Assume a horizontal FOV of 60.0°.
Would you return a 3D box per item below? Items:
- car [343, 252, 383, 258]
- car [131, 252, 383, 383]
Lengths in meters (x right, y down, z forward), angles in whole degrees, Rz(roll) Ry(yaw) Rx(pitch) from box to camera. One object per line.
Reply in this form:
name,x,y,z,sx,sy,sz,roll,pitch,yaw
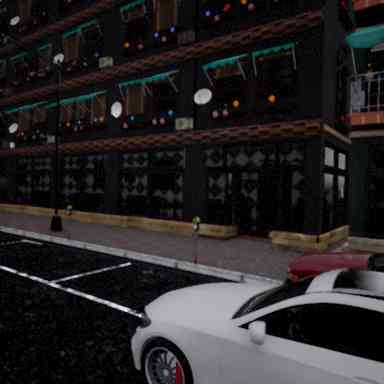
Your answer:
car,3.588,1.338,3.995,5.009,1.841,2.192,2,1,36
car,1.503,1.510,3.192,4.674,1.442,1.812,2,1,35
